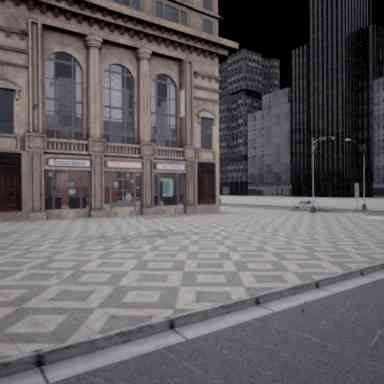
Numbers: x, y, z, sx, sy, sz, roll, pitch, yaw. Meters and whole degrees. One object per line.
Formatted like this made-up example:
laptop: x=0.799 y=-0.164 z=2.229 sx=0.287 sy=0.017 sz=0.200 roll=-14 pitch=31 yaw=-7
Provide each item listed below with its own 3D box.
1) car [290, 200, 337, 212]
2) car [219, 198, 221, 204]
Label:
car: x=13.115 y=1.523 z=36.063 sx=1.895 sy=1.301 sz=4.718 roll=-1 pitch=1 yaw=-34
car: x=2.940 y=1.305 z=56.711 sx=1.882 sy=1.535 sz=5.008 roll=-1 pitch=1 yaw=-34
